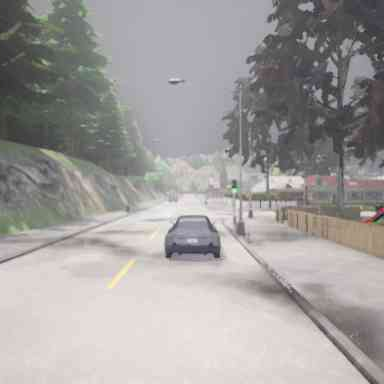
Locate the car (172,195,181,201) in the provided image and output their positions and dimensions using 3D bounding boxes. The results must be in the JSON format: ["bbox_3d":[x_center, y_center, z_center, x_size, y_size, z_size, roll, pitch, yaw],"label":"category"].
[{"bbox_3d":[-4.004,1.520,85.527,2.033,1.411,5.357,0,0,0],"label":"car"}]

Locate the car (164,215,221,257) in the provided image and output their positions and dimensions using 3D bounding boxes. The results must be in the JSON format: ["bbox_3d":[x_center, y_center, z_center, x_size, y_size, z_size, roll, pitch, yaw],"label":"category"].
[{"bbox_3d":[0.046,1.564,12.920,1.994,1.385,4.181,0,0,1],"label":"car"}]

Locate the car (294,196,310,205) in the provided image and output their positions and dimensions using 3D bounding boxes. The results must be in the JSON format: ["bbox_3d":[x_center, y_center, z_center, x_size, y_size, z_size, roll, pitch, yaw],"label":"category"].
[{"bbox_3d":[15.784,1.298,49.061,1.994,1.381,4.181,0,0,0],"label":"car"}]

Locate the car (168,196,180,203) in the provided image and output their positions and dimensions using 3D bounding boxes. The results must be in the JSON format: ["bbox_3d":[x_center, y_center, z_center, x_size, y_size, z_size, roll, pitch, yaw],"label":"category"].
[{"bbox_3d":[-4.003,1.522,69.885,2.128,1.511,4.902,0,0,0],"label":"car"}]
